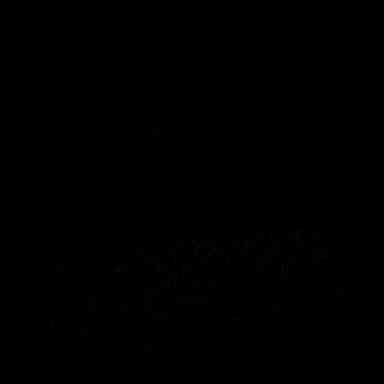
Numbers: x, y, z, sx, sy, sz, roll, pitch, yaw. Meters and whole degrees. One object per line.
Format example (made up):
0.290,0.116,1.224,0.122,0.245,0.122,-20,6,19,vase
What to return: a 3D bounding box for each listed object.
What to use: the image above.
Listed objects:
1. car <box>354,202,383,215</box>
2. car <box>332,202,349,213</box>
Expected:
21.592,1.894,39.339,1.887,1.381,4.507,0,-1,-36,car
18.201,1.932,44.038,1.752,1.417,4.829,0,-1,-36,car
